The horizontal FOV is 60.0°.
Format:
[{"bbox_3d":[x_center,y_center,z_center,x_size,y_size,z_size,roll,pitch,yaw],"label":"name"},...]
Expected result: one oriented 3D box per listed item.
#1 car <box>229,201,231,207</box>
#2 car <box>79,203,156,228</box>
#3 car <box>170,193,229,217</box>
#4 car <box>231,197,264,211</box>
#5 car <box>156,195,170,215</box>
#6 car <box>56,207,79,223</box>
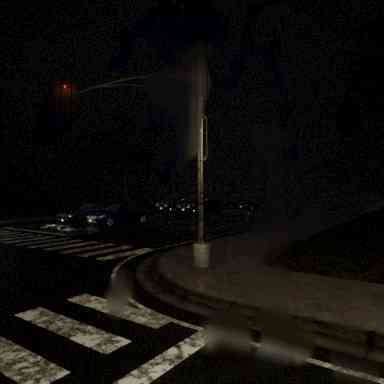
[{"bbox_3d":[6.049,1.474,43.374,1.895,1.301,4.718,0,0,35],"label":"car"},{"bbox_3d":[-4.820,1.465,22.146,1.812,1.442,4.674,0,0,36],"label":"car"},{"bbox_3d":[0.842,1.126,30.258,2.150,2.045,5.566,0,0,35],"label":"car"},{"bbox_3d":[6.782,1.377,38.758,1.837,1.490,4.892,0,0,35],"label":"car"},{"bbox_3d":[-1.269,1.132,32.911,2.150,2.045,5.566,0,0,35],"label":"car"},{"bbox_3d":[-7.098,1.494,24.484,2.033,1.411,5.357,0,0,38],"label":"car"}]
